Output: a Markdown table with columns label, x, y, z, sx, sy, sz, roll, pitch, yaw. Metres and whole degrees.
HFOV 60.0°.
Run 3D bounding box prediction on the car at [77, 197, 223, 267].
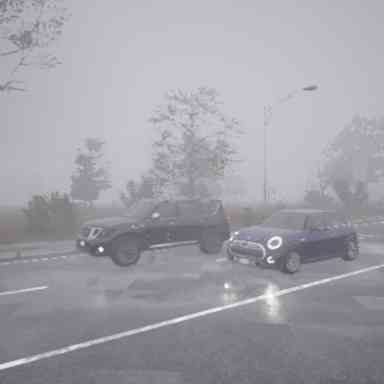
| label | x | y | z | sx | sy | sz | roll | pitch | yaw |
| --- | --- | --- | --- | --- | --- | --- | --- | --- | --- |
| car | -1.100 | 1.222 | 11.806 | 5.566 | 2.045 | 2.150 | 0 | 0 | -35 |

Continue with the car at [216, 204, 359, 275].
| label | x | y | z | sx | sy | sz | roll | pitch | yaw |
| --- | --- | --- | --- | --- | --- | --- | --- | --- | --- |
| car | 3.287 | 1.353 | 10.636 | 4.553 | 1.767 | 2.097 | 0 | 0 | -35 |
